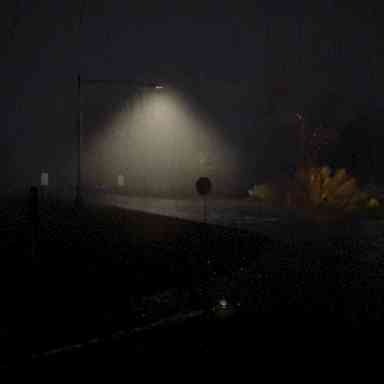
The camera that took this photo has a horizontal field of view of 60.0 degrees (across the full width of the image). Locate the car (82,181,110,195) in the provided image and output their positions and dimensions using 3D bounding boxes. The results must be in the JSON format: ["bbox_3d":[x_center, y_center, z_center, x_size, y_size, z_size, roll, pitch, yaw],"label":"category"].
[{"bbox_3d":[-14.148,-0.642,49.539,2.150,2.045,5.566,0,2,-36],"label":"car"}]

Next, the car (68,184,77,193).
[{"bbox_3d":[-20.197,-0.721,58.001,1.882,1.535,5.008,0,2,-36],"label":"car"}]
